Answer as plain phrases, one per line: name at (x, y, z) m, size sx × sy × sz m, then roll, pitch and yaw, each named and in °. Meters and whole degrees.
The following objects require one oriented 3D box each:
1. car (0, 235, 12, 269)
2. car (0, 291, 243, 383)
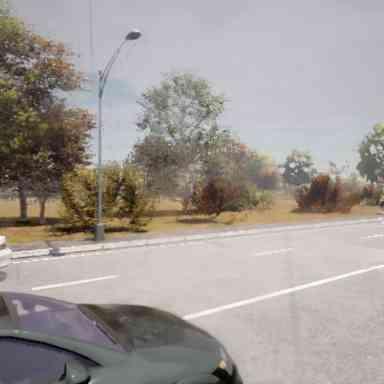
car at (-6.840, 1.525, 7.712) m, size 4.674 × 1.442 × 1.812 m, roll 0°, pitch 0°, yaw -35°
car at (-1.574, 1.564, 2.623) m, size 4.181 × 1.385 × 1.994 m, roll 0°, pitch 0°, yaw -35°
